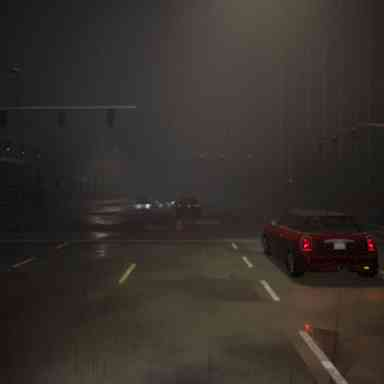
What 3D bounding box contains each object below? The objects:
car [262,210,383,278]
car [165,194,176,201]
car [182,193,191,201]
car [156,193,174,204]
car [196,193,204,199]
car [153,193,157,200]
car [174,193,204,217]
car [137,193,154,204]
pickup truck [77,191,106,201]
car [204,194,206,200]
[{"bbox_3d":[3.563,1.307,10.142,2.097,1.767,4.553,0,0,0],"label":"car"},{"bbox_3d":[-4.679,1.197,72.508,2.128,1.511,4.902,0,0,-1],"label":"car"},{"bbox_3d":[-1.241,1.125,76.470,1.882,1.535,5.008,0,0,-1],"label":"car"},{"bbox_3d":[-4.465,1.271,56.177,1.812,1.442,4.674,0,0,0],"label":"car"},{"bbox_3d":[2.098,1.057,86.772,2.033,1.411,5.357,0,0,-1],"label":"car"},{"bbox_3d":[-8.174,1.028,72.161,2.097,1.767,4.553,0,0,-1],"label":"car"},{"bbox_3d":[-0.314,1.216,29.925,2.097,1.767,4.553,0,0,-1],"label":"car"},{"bbox_3d":[-7.957,1.348,55.742,1.895,1.301,4.718,0,0,0],"label":"car"},{"bbox_3d":[-21.279,0.737,71.046,2.390,2.098,6.274,0,0,30],"label":"pickup truck"},{"bbox_3d":[2.258,1.172,76.554,1.812,1.442,4.674,0,0,-1],"label":"car"}]
